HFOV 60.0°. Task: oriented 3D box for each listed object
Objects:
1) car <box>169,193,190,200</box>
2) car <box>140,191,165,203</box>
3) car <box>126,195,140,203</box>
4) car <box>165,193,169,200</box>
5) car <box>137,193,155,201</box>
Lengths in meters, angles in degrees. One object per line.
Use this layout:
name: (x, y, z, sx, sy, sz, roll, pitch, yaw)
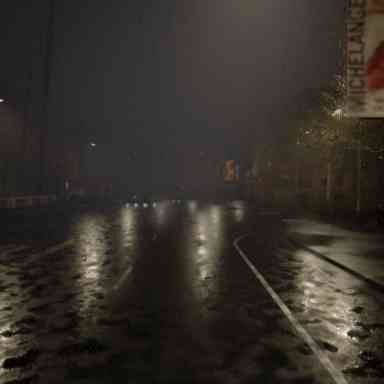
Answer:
car: (-2.630, 1.099, 72.222, 1.994, 1.385, 4.181, 0, 0, 21)
car: (-6.712, 0.863, 56.819, 2.150, 2.045, 5.566, 0, 1, 6)
car: (-10.031, 1.233, 58.613, 1.895, 1.301, 4.718, 0, 0, 7)
car: (-5.623, 1.059, 74.115, 1.812, 1.442, 4.674, 0, 0, 24)
car: (-9.889, 1.069, 71.765, 2.002, 1.452, 4.674, 0, 0, 20)
